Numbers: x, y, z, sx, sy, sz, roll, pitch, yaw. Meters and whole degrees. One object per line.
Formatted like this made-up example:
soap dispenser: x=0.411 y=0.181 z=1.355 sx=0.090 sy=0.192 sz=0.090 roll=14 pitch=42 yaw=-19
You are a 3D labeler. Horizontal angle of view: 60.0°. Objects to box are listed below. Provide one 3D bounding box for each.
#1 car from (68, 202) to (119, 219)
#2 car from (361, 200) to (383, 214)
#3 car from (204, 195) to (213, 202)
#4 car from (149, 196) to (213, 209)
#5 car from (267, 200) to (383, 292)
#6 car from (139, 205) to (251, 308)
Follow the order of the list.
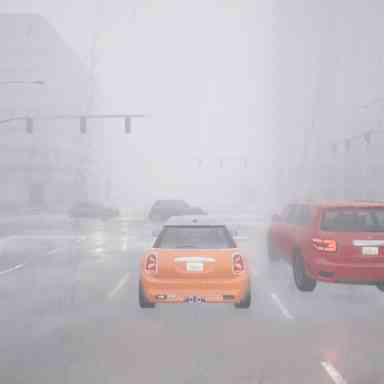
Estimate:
car: x=-8.331 y=1.564 z=28.368 sx=4.181 sy=1.385 sz=1.994 roll=0 pitch=0 yaw=1
car: x=20.510 y=1.564 z=35.231 sx=4.181 sy=1.385 sz=1.994 roll=0 pitch=0 yaw=1
car: x=3.617 y=1.524 z=74.412 sx=1.812 sy=1.442 sz=4.674 roll=0 pitch=0 yaw=0
car: x=-0.972 y=1.352 z=24.781 sx=4.553 sy=1.767 sz=2.097 roll=0 pitch=0 yaw=1
car: x=3.548 y=1.221 z=9.082 sx=2.150 sy=2.045 sz=5.566 roll=0 pitch=0 yaw=2
car: x=0.070 y=1.352 z=8.060 sx=2.097 sy=1.767 sz=4.553 roll=0 pitch=0 yaw=1
